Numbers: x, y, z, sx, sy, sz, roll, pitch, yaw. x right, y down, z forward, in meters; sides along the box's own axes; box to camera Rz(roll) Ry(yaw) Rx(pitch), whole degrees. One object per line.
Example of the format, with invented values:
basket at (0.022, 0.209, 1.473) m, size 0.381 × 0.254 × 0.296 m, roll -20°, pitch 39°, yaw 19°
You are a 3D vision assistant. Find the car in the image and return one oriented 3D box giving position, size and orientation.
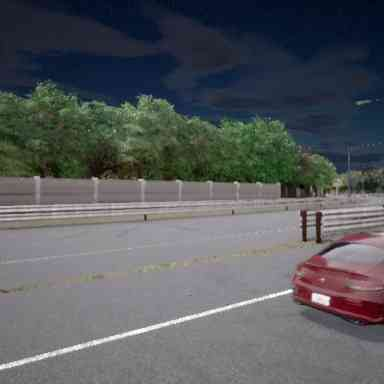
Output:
car at (3.899, 1.506, 6.519) m, size 4.674 × 1.442 × 1.812 m, roll 0°, pitch 0°, yaw -35°
